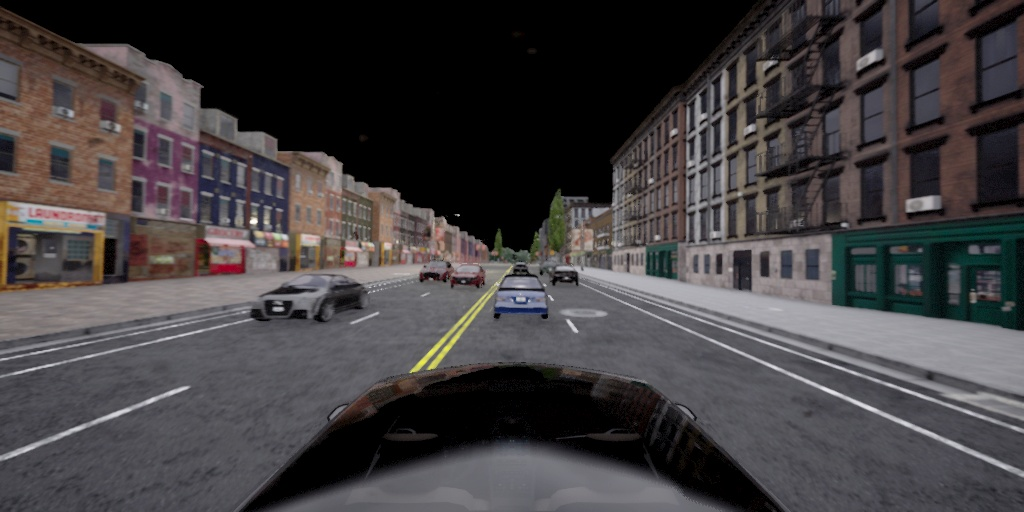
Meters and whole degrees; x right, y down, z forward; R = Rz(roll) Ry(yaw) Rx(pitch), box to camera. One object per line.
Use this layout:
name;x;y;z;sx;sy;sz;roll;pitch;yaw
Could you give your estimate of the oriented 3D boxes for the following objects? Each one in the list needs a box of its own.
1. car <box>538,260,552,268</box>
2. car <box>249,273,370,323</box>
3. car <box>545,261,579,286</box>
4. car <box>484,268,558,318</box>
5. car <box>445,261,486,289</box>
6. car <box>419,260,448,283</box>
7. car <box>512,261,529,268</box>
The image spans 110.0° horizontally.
car;4.197;1.274;41.675;2.097;1.767;4.553;1;0;2
car;-6.407;1.282;11.887;1.994;1.385;4.181;1;0;1
car;3.868;1.390;27.362;1.882;1.535;5.008;1;0;2
car;0.327;1.367;13.345;2.033;1.411;5.357;1;0;1
car;-2.832;1.289;24.010;1.882;1.535;5.008;1;-1;2
car;-5.916;1.129;28.764;2.097;1.767;4.553;1;0;1
car;1.017;1.384;43.138;1.837;1.490;4.892;1;1;1
